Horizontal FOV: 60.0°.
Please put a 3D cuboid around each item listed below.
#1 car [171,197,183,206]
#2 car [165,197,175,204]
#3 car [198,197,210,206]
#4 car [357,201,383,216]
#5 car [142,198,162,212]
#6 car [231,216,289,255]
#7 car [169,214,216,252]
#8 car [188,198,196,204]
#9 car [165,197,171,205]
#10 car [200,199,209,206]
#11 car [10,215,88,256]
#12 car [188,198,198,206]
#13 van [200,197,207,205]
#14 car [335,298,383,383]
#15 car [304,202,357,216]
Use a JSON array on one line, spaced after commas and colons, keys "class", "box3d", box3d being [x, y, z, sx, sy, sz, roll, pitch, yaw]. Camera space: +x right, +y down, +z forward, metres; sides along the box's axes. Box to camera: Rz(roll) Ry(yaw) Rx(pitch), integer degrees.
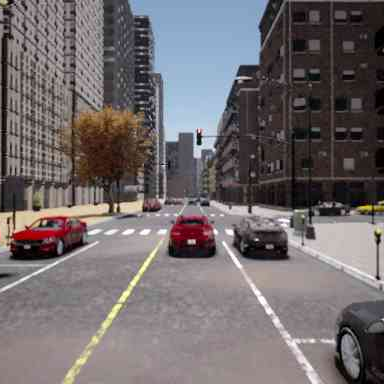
[{"class": "car", "box3d": [-2.971, 2.281, 71.905, 1.994, 1.385, 4.181, 0, -1, 0]}, {"class": "car", "box3d": [-5.658, 2.185, 84.761, 2.192, 1.841, 5.009, 0, -1, 0]}, {"class": "car", "box3d": [2.716, 2.255, 68.187, 1.947, 1.339, 4.313, 0, -1, 0]}, {"class": "car", "box3d": [18.836, 1.565, 33.167, 4.829, 1.417, 1.752, -1, 0, -1]}, {"class": "car", "box3d": [-5.674, 1.771, 46.103, 2.192, 1.841, 5.009, 0, -1, 0]}, {"class": "car", "box3d": [2.695, 1.682, 13.711, 2.008, 1.369, 4.403, 0, -1, 0]}, {"class": "car", "box3d": [0.024, 1.663, 14.378, 1.812, 1.442, 4.674, 0, 0, 1]}, {"class": "car", "box3d": [0.035, 2.273, 85.842, 2.033, 1.411, 5.357, 0, -1, 0]}, {"class": "car", "box3d": [-5.660, 2.375, 79.237, 1.947, 1.339, 4.313, 0, -1, 0]}, {"class": "car", "box3d": [2.719, 2.276, 73.880, 1.752, 1.417, 4.829, 0, -1, 0]}, {"class": "car", "box3d": [-5.686, 1.675, 13.715, 1.887, 1.381, 4.507, 0, -1, 0]}, {"class": "car", "box3d": [0.028, 2.247, 73.753, 2.128, 1.511, 4.902, 0, -1, 0]}, {"class": "van", "box3d": [2.720, 2.150, 79.235, 1.690, 1.788, 3.998, 0, -1, 0]}, {"class": "car", "box3d": [2.690, 1.577, 2.646, 2.008, 1.369, 4.403, 0, -1, 0]}, {"class": "car", "box3d": [13.439, 1.664, 33.114, 4.403, 1.369, 2.008, -1, 0, -1]}]
